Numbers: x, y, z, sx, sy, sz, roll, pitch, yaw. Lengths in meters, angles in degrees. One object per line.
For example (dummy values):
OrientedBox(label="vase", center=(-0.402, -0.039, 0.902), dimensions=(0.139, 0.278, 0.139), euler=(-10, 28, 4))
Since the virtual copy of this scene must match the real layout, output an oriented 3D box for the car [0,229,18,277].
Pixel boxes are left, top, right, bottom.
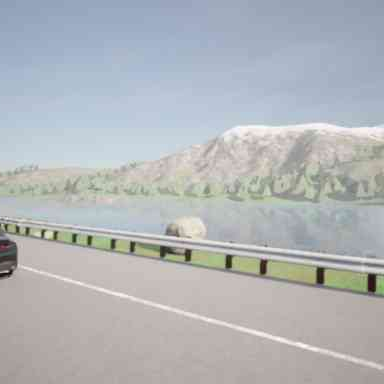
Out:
OrientedBox(label="car", center=(-6.526, 1.472, 9.001), dimensions=(4.892, 1.490, 1.837), euler=(0, 0, 38))
